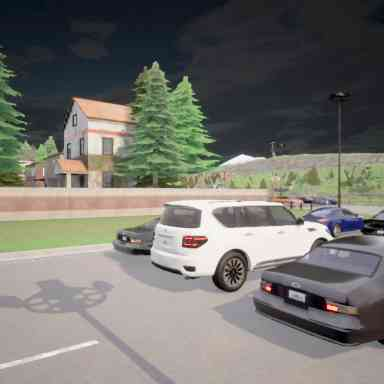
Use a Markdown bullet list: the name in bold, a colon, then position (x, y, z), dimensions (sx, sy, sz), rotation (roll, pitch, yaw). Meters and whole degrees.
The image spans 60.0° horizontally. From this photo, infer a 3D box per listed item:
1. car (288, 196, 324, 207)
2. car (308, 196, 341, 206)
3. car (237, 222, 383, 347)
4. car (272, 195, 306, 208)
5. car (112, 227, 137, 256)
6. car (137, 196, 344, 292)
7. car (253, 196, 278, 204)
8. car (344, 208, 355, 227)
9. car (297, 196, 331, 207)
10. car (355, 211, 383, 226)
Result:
- **car**: position (17.474, 1.478, 51.243), dimensions (1.882, 1.535, 5.008), rotation (0, 0, -36)
- **car**: position (22.355, 1.477, 56.454), dimensions (1.882, 1.535, 5.008), rotation (0, 0, -36)
- **car**: position (3.549, 1.547, 6.277), dimensions (5.357, 1.411, 2.033), rotation (0, 0, -36)
- **car**: position (14.383, 1.352, 49.545), dimensions (2.097, 1.767, 4.553), rotation (0, 0, -36)
- **car**: position (-0.151, 1.547, 12.231), dimensions (5.357, 1.411, 2.033), rotation (0, 0, -36)
- **car**: position (1.569, 1.221, 9.166), dimensions (5.566, 2.045, 2.150), rotation (0, 0, -36)
- **car**: position (14.772, 1.492, 67.073), dimensions (2.128, 1.511, 4.902), rotation (0, 0, -35)
- **car**: position (7.652, 1.526, 17.793), dimensions (4.674, 1.442, 1.812), rotation (0, 0, -35)
- **car**: position (19.785, 1.491, 54.027), dimensions (2.128, 1.511, 4.902), rotation (0, 0, -36)
- **car**: position (9.660, 1.478, 14.926), dimensions (5.008, 1.535, 1.882), rotation (0, 0, -35)
